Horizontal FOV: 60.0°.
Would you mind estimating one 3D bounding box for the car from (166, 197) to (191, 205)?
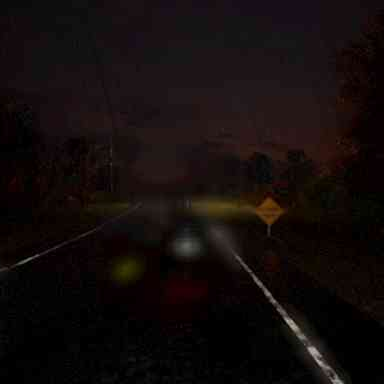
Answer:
[{"bbox_3d":[-0.903,1.479,28.170,2.128,1.511,4.902,0,0,-3],"label":"car"}]

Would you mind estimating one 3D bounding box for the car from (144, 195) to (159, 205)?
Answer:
[{"bbox_3d":[-7.362,1.518,59.013,1.994,1.385,4.181,0,0,-6],"label":"car"}]

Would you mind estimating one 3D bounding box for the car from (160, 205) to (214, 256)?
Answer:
[{"bbox_3d":[-0.208,1.503,13.167,1.837,1.490,4.892,0,0,-1],"label":"car"}]

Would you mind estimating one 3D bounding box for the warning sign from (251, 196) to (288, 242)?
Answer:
[{"bbox_3d":[3.291,1.110,14.198,1.300,1.860,1.060,0,0,-2],"label":"warning sign"}]

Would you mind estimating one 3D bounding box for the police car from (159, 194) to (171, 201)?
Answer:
[{"bbox_3d":[-6.471,1.336,84.188,1.930,1.638,5.238,0,0,-10],"label":"police car"}]

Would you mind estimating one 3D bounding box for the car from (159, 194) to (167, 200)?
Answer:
[{"bbox_3d":[-8.283,1.368,93.968,1.882,1.535,5.008,0,0,-11],"label":"car"}]
